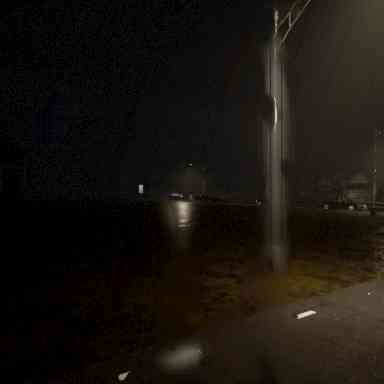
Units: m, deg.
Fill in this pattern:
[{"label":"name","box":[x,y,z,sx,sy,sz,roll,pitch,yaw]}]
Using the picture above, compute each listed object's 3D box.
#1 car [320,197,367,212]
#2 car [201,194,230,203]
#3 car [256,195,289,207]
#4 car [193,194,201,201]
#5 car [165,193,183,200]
[{"label":"car","box":[16.421,1.292,36.173,1.837,1.490,4.892,2,0,-35]},{"label":"car","box":[3.991,1.159,53.736,1.895,1.301,4.718,2,-1,-35]},{"label":"car","box":[10.671,1.176,44.291,1.837,1.490,4.892,2,0,-35]},{"label":"car","box":[2.039,1.098,62.698,1.837,1.490,4.892,2,-1,-35]},{"label":"car","box":[-4.001,0.954,71.225,1.895,1.301,4.718,2,-1,-35]}]
